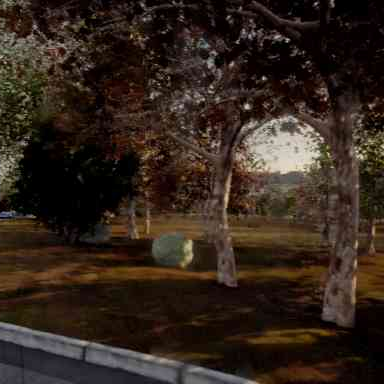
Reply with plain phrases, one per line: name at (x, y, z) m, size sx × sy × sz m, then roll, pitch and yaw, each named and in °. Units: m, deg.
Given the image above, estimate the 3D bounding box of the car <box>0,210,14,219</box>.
car at (-27.355, 3.482, 49.957) m, size 2.033 × 1.411 × 5.357 m, roll -1°, pitch -4°, yaw -16°
